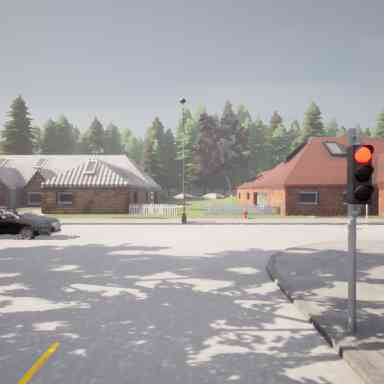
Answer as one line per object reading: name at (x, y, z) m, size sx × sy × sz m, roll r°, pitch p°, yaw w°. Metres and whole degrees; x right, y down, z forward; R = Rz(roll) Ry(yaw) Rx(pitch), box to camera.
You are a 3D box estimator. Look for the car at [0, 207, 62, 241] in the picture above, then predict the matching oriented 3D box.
car at (-8.960, 1.492, 16.440) m, size 4.902 × 1.511 × 2.128 m, roll 0°, pitch 0°, yaw 7°
